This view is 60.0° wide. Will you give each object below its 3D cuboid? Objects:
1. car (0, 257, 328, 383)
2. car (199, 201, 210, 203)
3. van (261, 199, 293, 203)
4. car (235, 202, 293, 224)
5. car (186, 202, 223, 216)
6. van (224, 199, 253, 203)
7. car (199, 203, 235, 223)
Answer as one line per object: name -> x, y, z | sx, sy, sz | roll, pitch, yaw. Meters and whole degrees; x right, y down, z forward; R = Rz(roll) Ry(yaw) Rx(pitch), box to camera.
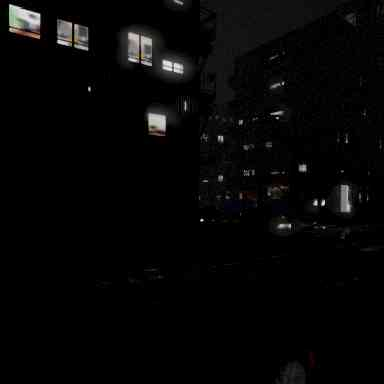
car -> -0.778, 1.477, 3.131 | 5.008, 1.535, 1.882 | 0, 0, -35
car -> 0.352, 1.713, 34.961 | 2.097, 1.767, 4.553 | 0, -1, -36
van -> 8.541, 1.603, 33.562 | 1.690, 1.788, 3.998 | -1, 0, -36
car -> 5.907, 1.802, 27.399 | 1.994, 1.385, 4.181 | 0, -1, -36
car -> 1.394, 1.909, 38.924 | 1.812, 1.442, 4.674 | 0, -1, -36
van -> 5.228, 1.676, 38.080 | 1.690, 1.788, 3.998 | -1, 0, -36
car -> 1.798, 1.874, 28.649 | 1.802, 1.307, 4.206 | -1, 0, -36
